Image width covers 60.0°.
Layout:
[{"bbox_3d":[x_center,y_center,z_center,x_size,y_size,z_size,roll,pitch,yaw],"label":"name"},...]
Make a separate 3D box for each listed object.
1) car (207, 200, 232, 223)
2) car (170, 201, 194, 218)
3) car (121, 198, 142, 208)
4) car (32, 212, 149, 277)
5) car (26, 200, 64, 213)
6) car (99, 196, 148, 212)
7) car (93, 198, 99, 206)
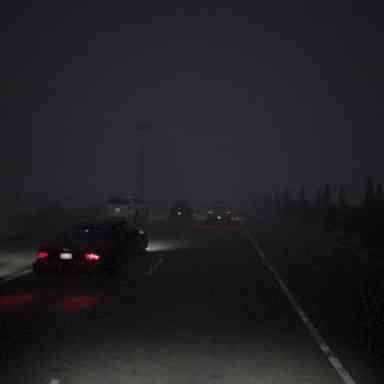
[{"bbox_3d":[2.149,1.639,26.225,1.812,1.442,4.674,0,0,5],"label":"car"},{"bbox_3d":[-0.895,1.635,31.595,1.837,1.490,4.892,0,0,5],"label":"car"},{"bbox_3d":[-9.624,1.786,53.437,2.033,1.411,5.357,0,0,5],"label":"car"},{"bbox_3d":[-2.751,1.572,10.343,2.033,1.411,5.357,0,0,5],"label":"car"},{"bbox_3d":[-14.921,1.585,33.968,2.128,1.511,4.902,0,0,5],"label":"car"},{"bbox_3d":[-4.922,1.308,25.725,2.150,2.045,5.566,0,0,5],"label":"car"},{"bbox_3d":[-16.113,1.770,59.515,1.882,1.535,5.008,0,0,5],"label":"car"}]
